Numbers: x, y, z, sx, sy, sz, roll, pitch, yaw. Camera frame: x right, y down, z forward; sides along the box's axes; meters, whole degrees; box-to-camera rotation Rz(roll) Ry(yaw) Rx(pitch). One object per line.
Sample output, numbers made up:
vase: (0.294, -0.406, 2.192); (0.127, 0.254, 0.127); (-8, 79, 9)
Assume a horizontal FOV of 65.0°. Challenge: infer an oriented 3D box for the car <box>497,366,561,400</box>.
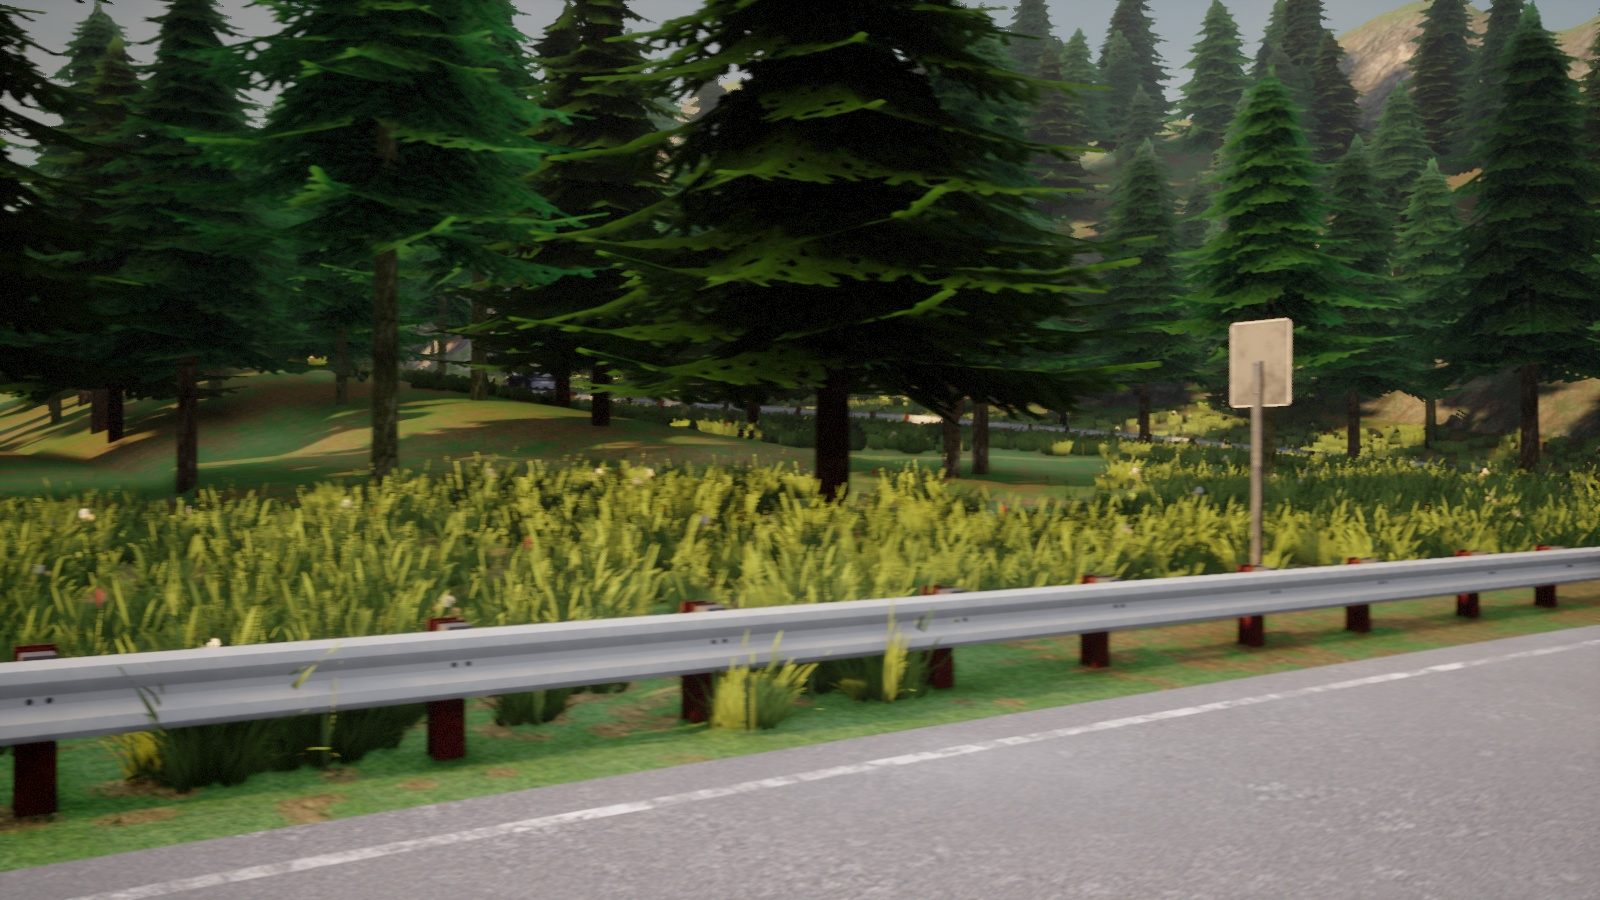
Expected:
car: (-15.164, -3.746, 70.085); (2.033, 1.649, 4.856); (0, 5, -31)
